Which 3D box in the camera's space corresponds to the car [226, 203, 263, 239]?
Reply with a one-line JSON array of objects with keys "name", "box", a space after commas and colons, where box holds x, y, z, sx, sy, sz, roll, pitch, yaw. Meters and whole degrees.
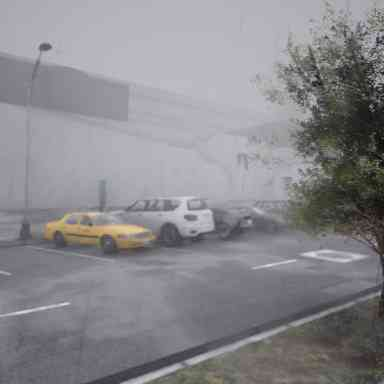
[{"name": "car", "box": [0.846, 1.501, 17.187, 4.792, 1.488, 2.163, -1, 0, 35]}]

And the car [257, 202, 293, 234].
[{"name": "car", "box": [3.323, 1.498, 18.923, 4.674, 1.452, 2.002, -1, -1, 35]}]

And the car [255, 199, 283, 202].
[{"name": "car", "box": [5.740, 1.308, 20.680, 4.553, 1.767, 2.185, -1, -1, 35]}]

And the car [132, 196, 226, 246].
[{"name": "car", "box": [-1.600, 1.233, 15.449, 5.566, 2.045, 2.435, -1, 0, 35]}]

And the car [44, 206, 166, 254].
[{"name": "car", "box": [-3.868, 1.485, 13.588, 5.366, 1.575, 1.946, -1, -1, 35]}]
